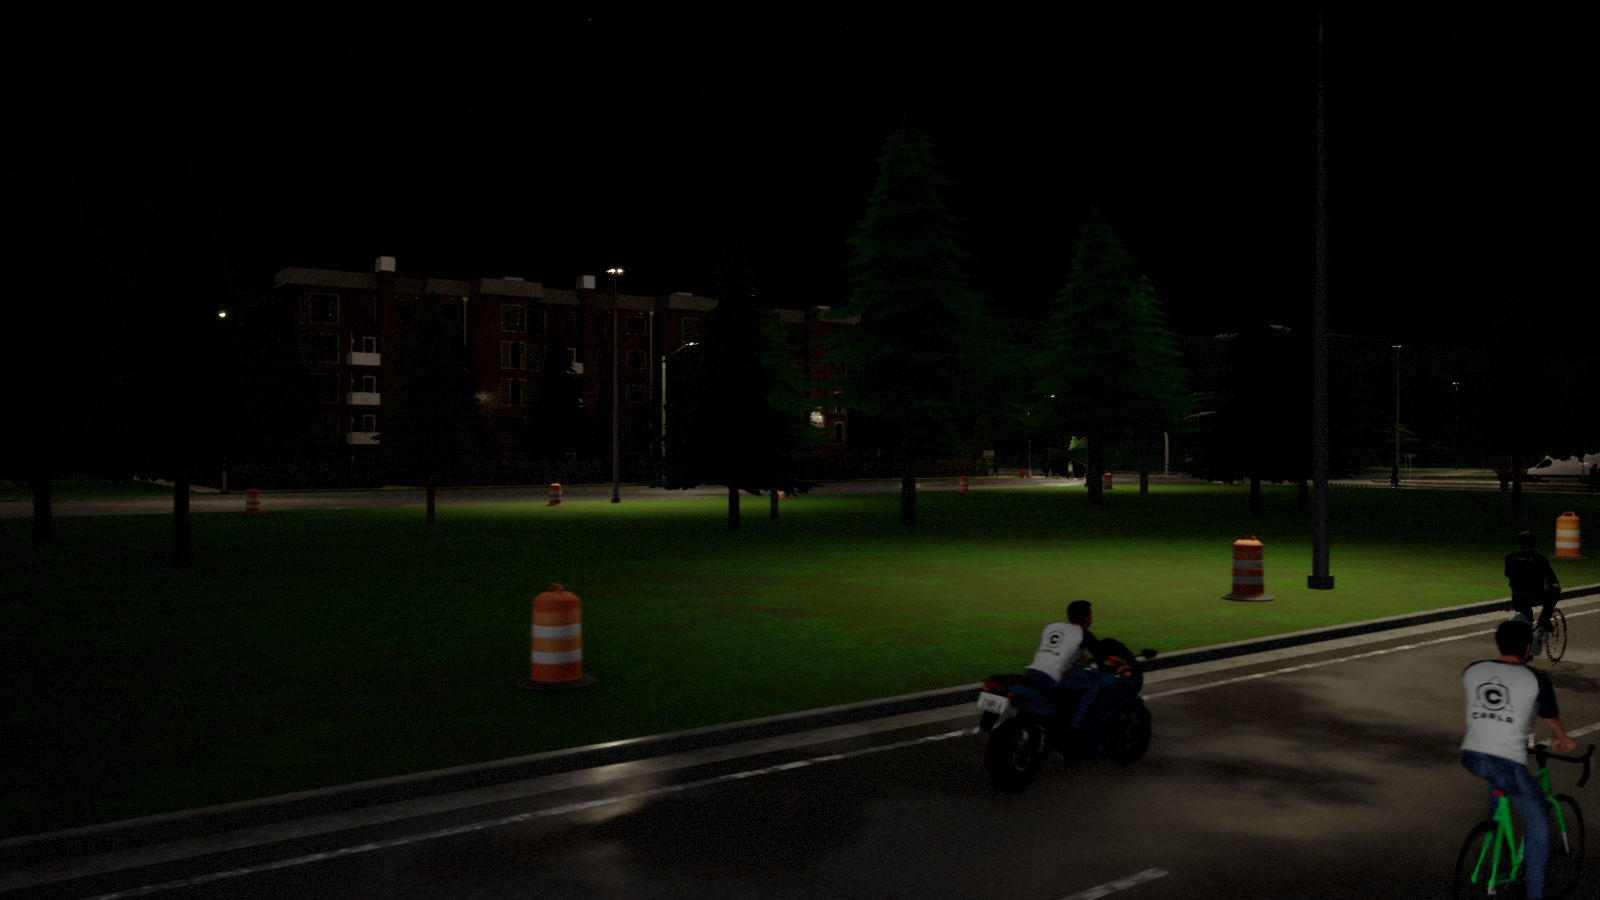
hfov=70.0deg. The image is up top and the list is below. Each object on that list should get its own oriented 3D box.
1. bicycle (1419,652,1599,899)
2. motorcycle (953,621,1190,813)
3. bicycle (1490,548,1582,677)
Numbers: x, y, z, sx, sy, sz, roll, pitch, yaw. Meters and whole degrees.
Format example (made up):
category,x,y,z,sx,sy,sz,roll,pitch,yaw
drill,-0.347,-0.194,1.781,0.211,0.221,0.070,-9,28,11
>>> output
category,x,y,z,sx,sy,sz,roll,pitch,yaw
bicycle,4.288,2.054,6.786,1.643,1.496,0.373,0,0,-35
motorcycle,2.326,2.184,9.686,2.033,1.199,0.803,0,0,-35
bicycle,9.494,2.057,14.708,1.835,1.471,0.329,0,0,-35
